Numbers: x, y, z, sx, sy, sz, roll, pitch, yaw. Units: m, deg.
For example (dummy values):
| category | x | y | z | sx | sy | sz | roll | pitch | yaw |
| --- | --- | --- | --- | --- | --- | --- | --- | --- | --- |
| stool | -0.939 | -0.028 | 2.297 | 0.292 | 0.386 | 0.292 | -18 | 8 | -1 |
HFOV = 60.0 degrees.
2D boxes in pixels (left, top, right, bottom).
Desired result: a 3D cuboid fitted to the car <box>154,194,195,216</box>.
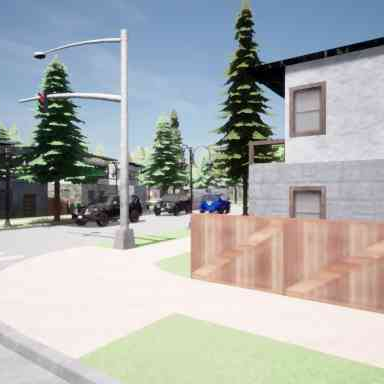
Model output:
| category | x | y | z | sx | sy | sz | roll | pitch | yaw |
| --- | --- | --- | --- | --- | --- | --- | --- | --- | --- |
| car | -1.800 | 1.202 | 32.486 | 2.150 | 2.045 | 5.566 | 0 | 0 | 18 |

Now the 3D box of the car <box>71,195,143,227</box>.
| category | x | y | z | sx | sy | sz | roll | pitch | yaw |
| --- | --- | --- | --- | --- | --- | --- | --- | --- | --- |
| car | -5.684 | 1.202 | 23.106 | 2.150 | 2.045 | 5.566 | 0 | 0 | 27 |

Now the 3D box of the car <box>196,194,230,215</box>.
| category | x | y | z | sx | sy | sz | roll | pitch | yaw |
| --- | --- | --- | --- | --- | --- | --- | --- | --- | --- |
| car | 2.403 | 1.202 | 33.369 | 2.150 | 2.045 | 5.566 | 0 | 0 | 17 |
